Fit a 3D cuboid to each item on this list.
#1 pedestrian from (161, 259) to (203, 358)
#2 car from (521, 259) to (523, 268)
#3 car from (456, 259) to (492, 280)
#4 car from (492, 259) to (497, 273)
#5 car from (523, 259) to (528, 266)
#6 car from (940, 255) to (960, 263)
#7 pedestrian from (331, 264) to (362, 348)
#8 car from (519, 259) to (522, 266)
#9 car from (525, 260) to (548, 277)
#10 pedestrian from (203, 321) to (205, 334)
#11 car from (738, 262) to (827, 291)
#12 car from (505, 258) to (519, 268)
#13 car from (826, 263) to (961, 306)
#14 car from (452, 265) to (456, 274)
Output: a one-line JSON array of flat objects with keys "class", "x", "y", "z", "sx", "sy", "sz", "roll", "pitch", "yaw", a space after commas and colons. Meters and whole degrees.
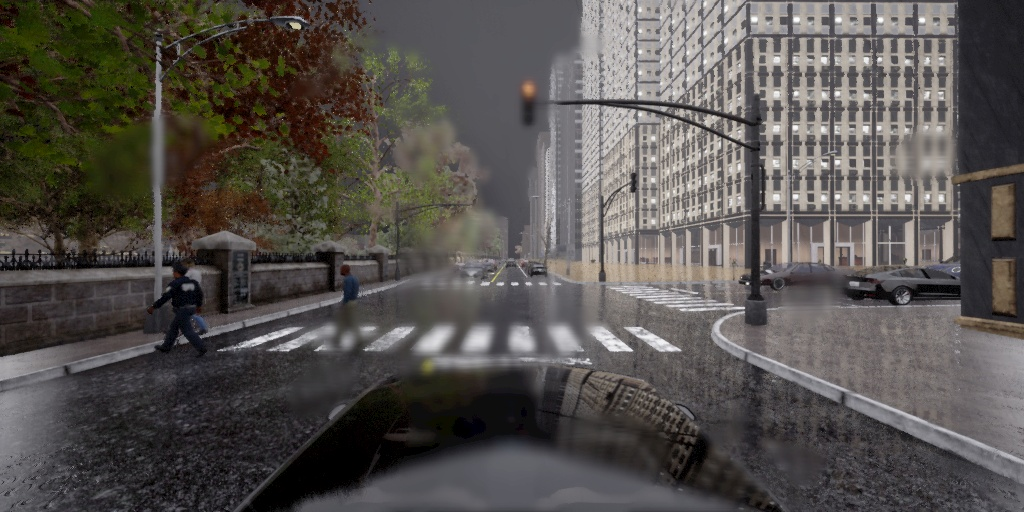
[{"class": "pedestrian", "x": -6.491, "y": 1.044, "z": 7.070, "sx": 0.375, "sy": 1.860, "sz": 0.375, "roll": 0, "pitch": 0, "yaw": 0}, {"class": "car", "x": 2.590, "y": 1.339, "z": 46.997, "sx": 1.948, "sy": 1.339, "sz": 4.313, "roll": 0, "pitch": 0, "yaw": 0}, {"class": "car", "x": -3.158, "y": 1.254, "z": 30.919, "sx": 2.128, "sy": 1.511, "sz": 4.902, "roll": 0, "pitch": 0, "yaw": 0}, {"class": "car", "x": -3.185, "y": 1.334, "z": 42.880, "sx": 1.994, "sy": 1.385, "sz": 4.181, "roll": 0, "pitch": 0, "yaw": 0}, {"class": "car", "x": 2.602, "y": 1.334, "z": 41.365, "sx": 1.948, "sy": 1.339, "sz": 4.313, "roll": 0, "pitch": 0, "yaw": 0}, {"class": "car", "x": 24.499, "y": 0.670, "z": 19.044, "sx": 4.553, "sy": 1.767, "sz": 2.097, "roll": -1, "pitch": 0, "yaw": 0}, {"class": "pedestrian", "x": -3.545, "y": 1.044, "z": 7.676, "sx": 0.375, "sy": 1.860, "sz": 0.375, "roll": 0, "pitch": 0, "yaw": 0}, {"class": "car", "x": 2.554, "y": 1.337, "z": 63.895, "sx": 1.888, "sy": 1.381, "sz": 4.507, "roll": 0, "pitch": 0, "yaw": 0}, {"class": "car", "x": 2.614, "y": 1.330, "z": 35.732, "sx": 1.948, "sy": 1.339, "sz": 4.313, "roll": 0, "pitch": 0, "yaw": 0}, {"class": "pedestrian", "x": -7.505, "y": 0.885, "z": 8.268, "sx": 0.375, "sy": 1.860, "sz": 0.375, "roll": 0, "pitch": 0, "yaw": 0}, {"class": "car", "x": 15.102, "y": 1.025, "z": 18.974, "sx": 5.357, "sy": 1.411, "sz": 2.033, "roll": -1, "pitch": 0, "yaw": 0}, {"class": "car", "x": -0.135, "y": 1.295, "z": 62.562, "sx": 1.837, "sy": 1.490, "sz": 4.892, "roll": 0, "pitch": 0, "yaw": 0}, {"class": "car", "x": 14.659, "y": 1.026, "z": 13.176, "sx": 4.313, "sy": 1.339, "sz": 1.948, "roll": 0, "pitch": 0, "yaw": 0}, {"class": "car", "x": -5.778, "y": 1.350, "z": 41.346, "sx": 1.802, "sy": 1.307, "sz": 4.207, "roll": 0, "pitch": 0, "yaw": 0}]
